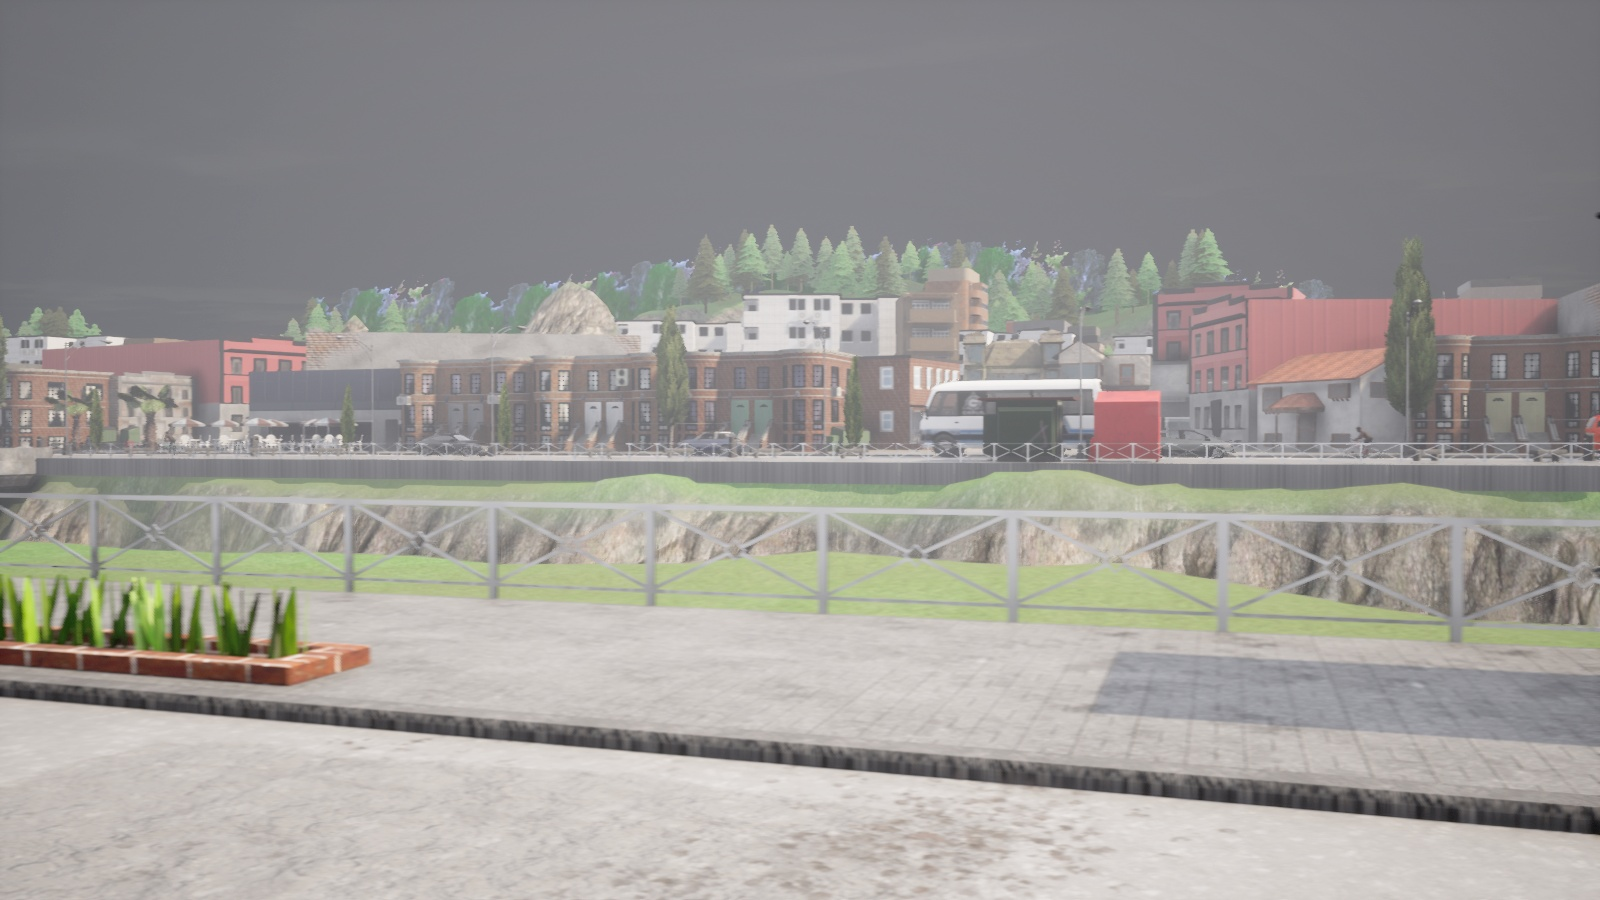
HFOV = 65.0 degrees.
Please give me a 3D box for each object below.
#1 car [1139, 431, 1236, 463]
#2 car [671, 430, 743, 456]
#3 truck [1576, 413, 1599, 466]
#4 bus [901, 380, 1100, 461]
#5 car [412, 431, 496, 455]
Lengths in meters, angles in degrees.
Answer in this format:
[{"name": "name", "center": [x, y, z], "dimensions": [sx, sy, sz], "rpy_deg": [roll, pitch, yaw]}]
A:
[{"name": "car", "center": [19.239, -0.153, 62.346], "dimensions": [4.514, 1.525, 2.007], "rpy_deg": [1, 1, 19]}, {"name": "car", "center": [-5.540, -0.428, 74.891], "dimensions": [3.806, 1.475, 1.970], "rpy_deg": [1, 1, 19]}, {"name": "truck", "center": [40.042, -0.450, 59.432], "dimensions": [5.204, 2.467, 2.627], "rpy_deg": [1, 1, 22]}, {"name": "bus", "center": [11.070, -1.618, 69.299], "dimensions": [10.273, 4.253, 3.944], "rpy_deg": [1, 1, 19]}, {"name": "car", "center": [-20.898, -0.441, 75.834], "dimensions": [4.674, 1.442, 1.812], "rpy_deg": [1, 1, 19]}]
